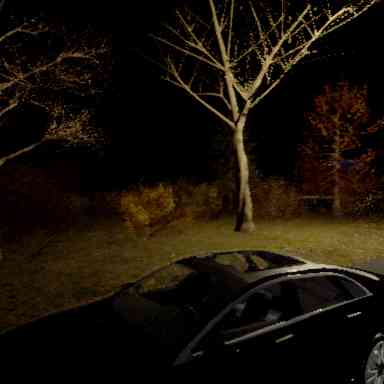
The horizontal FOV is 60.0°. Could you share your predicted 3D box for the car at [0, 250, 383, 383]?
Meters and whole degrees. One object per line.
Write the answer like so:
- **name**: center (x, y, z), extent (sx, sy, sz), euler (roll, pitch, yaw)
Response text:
- **car**: center (0.347, 1.472, 3.545), extent (4.902, 1.511, 2.128), euler (0, 0, -32)
